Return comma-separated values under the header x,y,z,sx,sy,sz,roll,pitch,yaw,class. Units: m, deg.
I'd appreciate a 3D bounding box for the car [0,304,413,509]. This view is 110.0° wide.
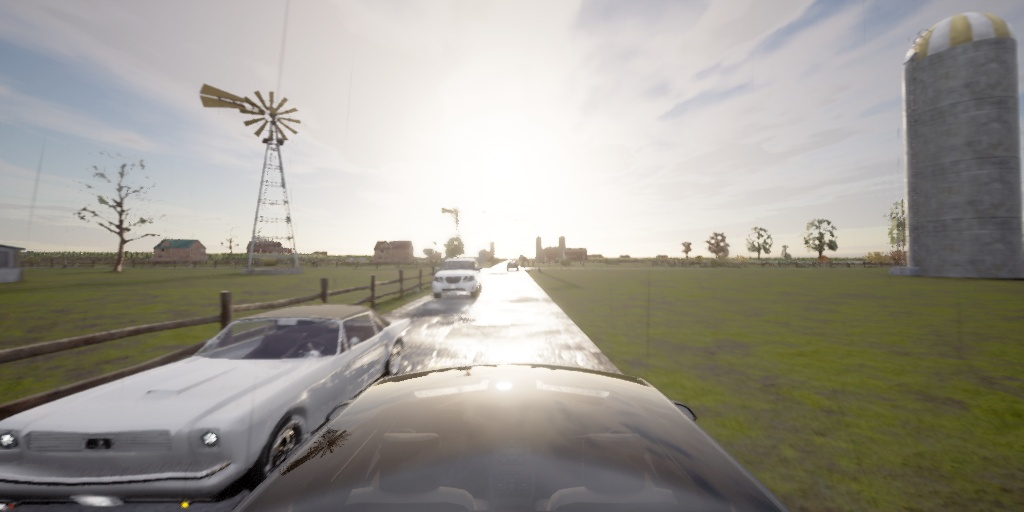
x,y,z,sx,sy,sz,roll,pitch,yaw,class
-2.852,1.395,4.682,1.895,1.301,4.718,0,0,0,car

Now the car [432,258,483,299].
x,y,z,sx,sy,sz,roll,pitch,yaw,class
-2.817,1.120,19.658,2.150,2.045,5.566,0,-1,-1,car

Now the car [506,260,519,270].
x,y,z,sx,sy,sz,roll,pitch,yaw,class
0.083,1.493,61.089,2.097,1.767,4.553,0,0,0,car
